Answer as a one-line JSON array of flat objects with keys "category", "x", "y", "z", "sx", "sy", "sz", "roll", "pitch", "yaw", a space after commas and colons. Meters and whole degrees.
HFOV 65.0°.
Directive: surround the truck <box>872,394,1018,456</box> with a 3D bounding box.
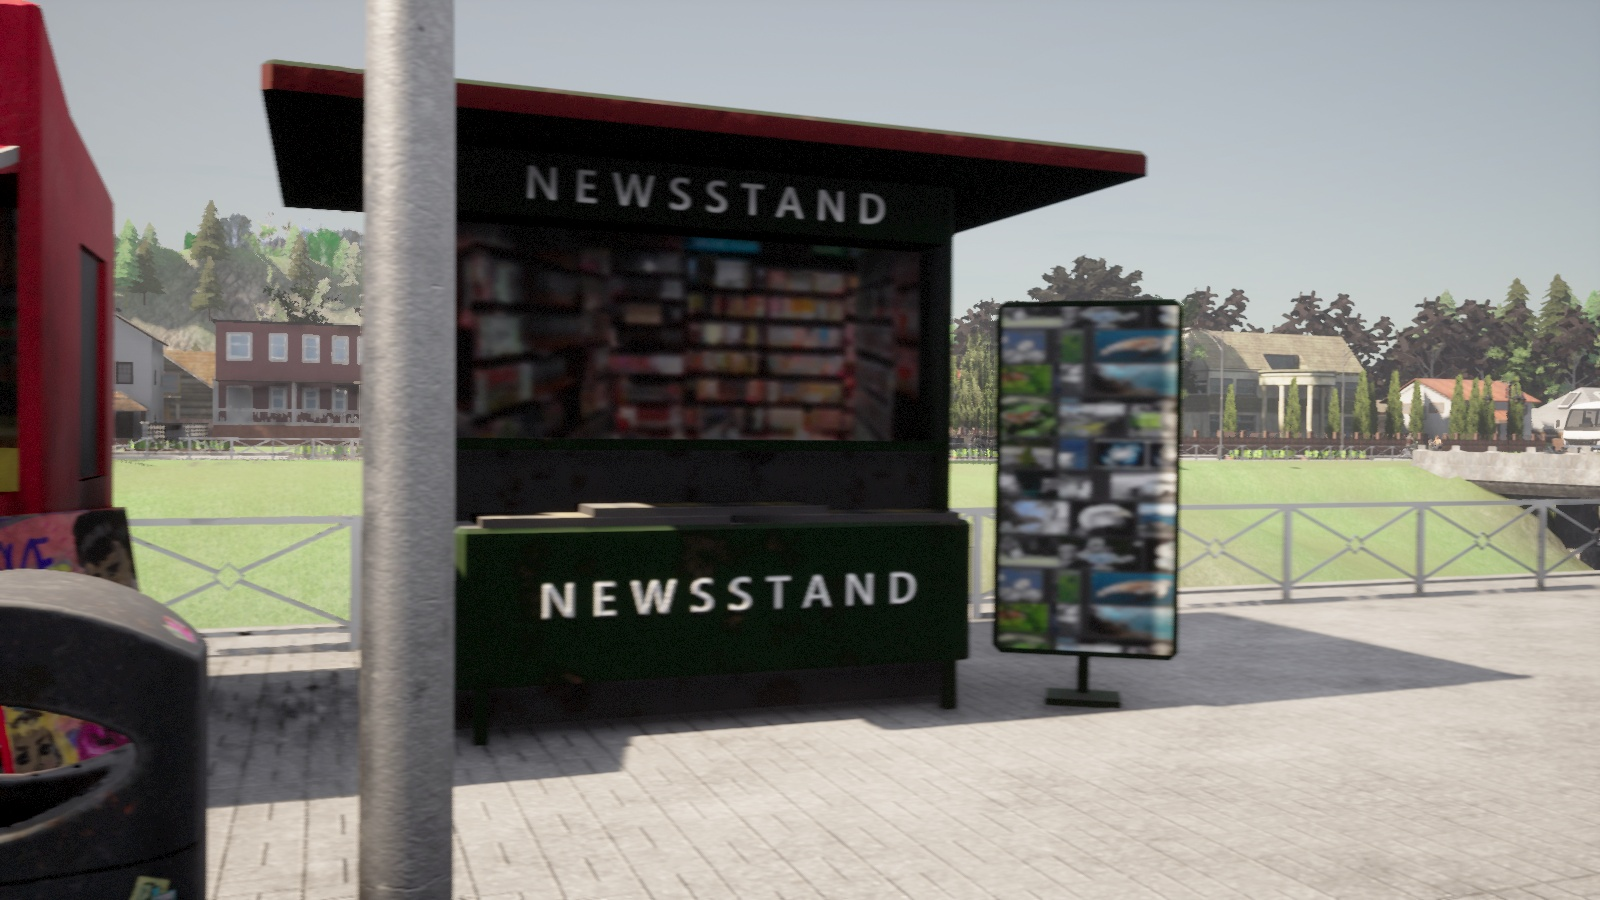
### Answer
[{"category": "truck", "x": 8.426, "y": -1.462, "z": 72.951, "sx": 7.936, "sy": 3.462, "sz": 2.891, "roll": -1, "pitch": 1, "yaw": -21}]
